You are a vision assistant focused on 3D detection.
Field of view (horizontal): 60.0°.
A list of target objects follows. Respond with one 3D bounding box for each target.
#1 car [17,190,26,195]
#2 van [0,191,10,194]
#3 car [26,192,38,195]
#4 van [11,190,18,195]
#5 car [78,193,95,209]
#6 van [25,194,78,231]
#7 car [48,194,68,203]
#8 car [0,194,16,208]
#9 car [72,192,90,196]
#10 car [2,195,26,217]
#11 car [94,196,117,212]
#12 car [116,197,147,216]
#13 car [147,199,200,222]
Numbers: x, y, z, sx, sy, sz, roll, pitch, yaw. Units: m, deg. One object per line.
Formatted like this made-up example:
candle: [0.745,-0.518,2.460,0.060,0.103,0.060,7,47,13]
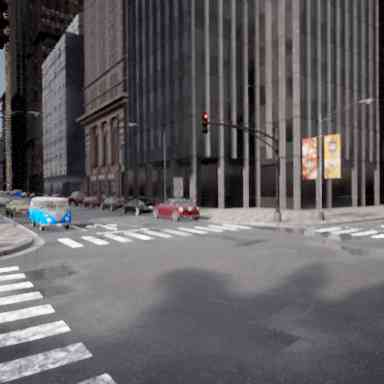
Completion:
car: [-37.212,0.740,74.455,1.802,1.307,4.206,0,1,-36]
van: [-24.530,0.934,42.036,1.690,1.788,3.998,0,1,-36]
car: [-30.673,0.837,65.301,1.947,1.339,4.313,0,1,-36]
van: [-43.750,0.382,83.605,1.690,1.788,3.998,0,1,-36]
car: [-11.056,1.145,37.842,1.887,1.381,4.507,0,1,-36]
van: [-8.183,1.201,19.155,1.690,1.788,3.998,0,1,-36]
car: [-20.864,0.982,51.572,1.887,1.381,4.507,0,1,-36]
car: [-21.262,1.229,37.462,1.802,1.307,4.206,0,1,-36]
car: [-14.324,0.861,42.416,2.192,1.841,5.009,0,1,-36]
car: [-14.624,1.281,28.171,1.752,1.417,4.829,0,1,-36]
car: [-7.786,1.204,33.265,2.008,1.369,4.403,0,1,-36]
car: [-4.516,1.272,28.688,1.947,1.339,4.313,0,1,-36]
car: [-1.247,1.199,24.111,1.967,1.590,4.097,0,1,-36]
